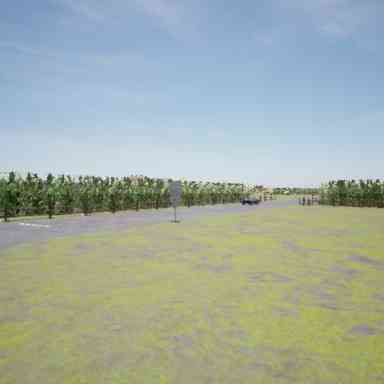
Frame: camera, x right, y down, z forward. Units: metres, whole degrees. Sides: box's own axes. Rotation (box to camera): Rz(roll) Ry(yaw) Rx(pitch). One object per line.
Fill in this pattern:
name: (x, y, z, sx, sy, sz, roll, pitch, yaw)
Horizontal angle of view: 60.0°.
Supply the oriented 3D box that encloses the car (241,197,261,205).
car: (10.115, 1.565, 56.885, 1.895, 1.301, 4.718, 0, 0, 31)
